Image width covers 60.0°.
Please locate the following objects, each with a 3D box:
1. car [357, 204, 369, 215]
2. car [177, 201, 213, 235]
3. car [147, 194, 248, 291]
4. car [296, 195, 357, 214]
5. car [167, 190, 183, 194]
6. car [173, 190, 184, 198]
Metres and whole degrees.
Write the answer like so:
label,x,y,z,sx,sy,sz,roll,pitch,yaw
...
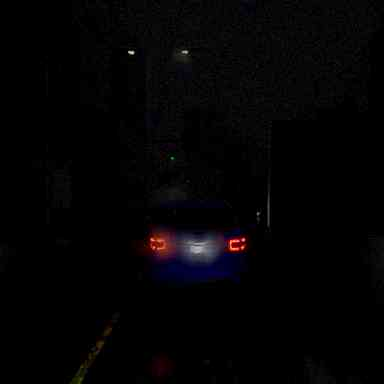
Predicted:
label,x,y,z,sx,sy,sz,roll,pitch,yaw
car,18.218,1.527,32.402,4.206,1.307,1.802,1,0,0
car,0.104,1.387,19.415,1.837,1.490,4.892,0,1,-1
car,0.111,1.196,9.099,2.150,2.045,5.566,0,0,0
car,12.820,1.183,32.409,5.009,1.841,2.192,1,0,0
car,-2.712,0.834,45.161,2.128,1.511,4.902,0,2,-1
car,-2.578,0.353,64.872,1.895,1.301,4.718,0,2,1
